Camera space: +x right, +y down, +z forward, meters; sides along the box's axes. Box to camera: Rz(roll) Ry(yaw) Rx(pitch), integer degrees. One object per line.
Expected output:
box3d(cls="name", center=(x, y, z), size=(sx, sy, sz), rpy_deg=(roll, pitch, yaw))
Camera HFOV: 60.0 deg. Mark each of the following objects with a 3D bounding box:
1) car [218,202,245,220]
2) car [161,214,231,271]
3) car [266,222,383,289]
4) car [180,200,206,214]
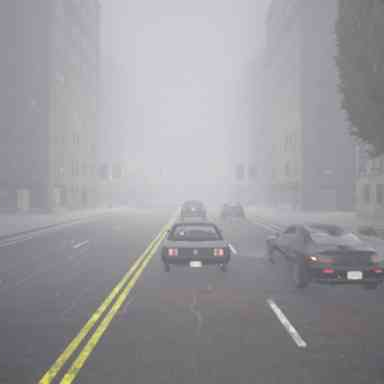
box3d(cls="car", center=(3.357, 1.577, 28.658), size=(2.128, 1.511, 4.902), rpy_deg=(0, 0, 0))
box3d(cls="car", center=(0.097, 1.635, 11.039), size=(1.895, 1.301, 4.718), rpy_deg=(0, 0, 0))
box3d(cls="car", center=(3.340, 1.554, 9.137), size=(1.812, 1.442, 4.674), rpy_deg=(0, 0, 0))
box3d(cls="car", center=(0.106, 1.437, 28.480), size=(2.097, 1.767, 4.553), rpy_deg=(0, 0, 0))
